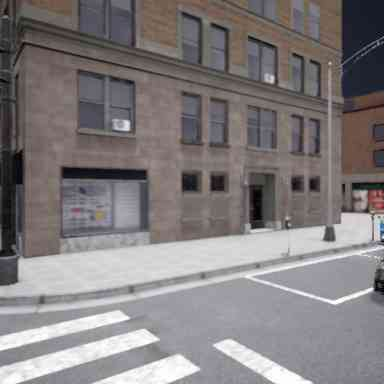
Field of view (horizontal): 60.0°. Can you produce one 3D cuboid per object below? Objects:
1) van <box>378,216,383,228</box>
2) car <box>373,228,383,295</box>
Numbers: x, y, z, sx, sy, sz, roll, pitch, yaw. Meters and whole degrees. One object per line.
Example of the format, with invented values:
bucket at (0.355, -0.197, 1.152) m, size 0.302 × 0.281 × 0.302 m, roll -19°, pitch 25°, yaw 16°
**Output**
van at (8.499, 1.290, 12.268) m, size 3.998 × 1.788 × 1.690 m, roll 0°, pitch 0°, yaw -35°
car at (5.751, 1.535, 7.166) m, size 4.181 × 1.385 × 1.994 m, roll 0°, pitch 0°, yaw -36°
